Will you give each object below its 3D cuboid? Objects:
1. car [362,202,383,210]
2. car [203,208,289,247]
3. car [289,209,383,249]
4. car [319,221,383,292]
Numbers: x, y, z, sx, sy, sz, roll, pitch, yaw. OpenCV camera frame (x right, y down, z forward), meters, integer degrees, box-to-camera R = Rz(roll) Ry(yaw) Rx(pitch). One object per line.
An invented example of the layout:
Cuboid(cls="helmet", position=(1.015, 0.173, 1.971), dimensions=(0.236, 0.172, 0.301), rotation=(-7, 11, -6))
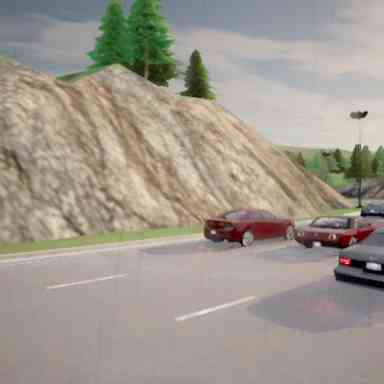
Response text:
Cuboid(cls="car", position=(15.967, 1.515, 28.525), dimensions=(1.994, 1.385, 4.181), rotation=(0, 0, 41))
Cuboid(cls="car", position=(2.749, 1.483, 15.121), dimensions=(5.008, 1.535, 1.882), rotation=(0, 0, -41))
Cuboid(cls="car", position=(6.167, 1.586, 13.444), dimensions=(4.718, 1.301, 1.895), rotation=(0, 0, -41))
Cuboid(cls="car", position=(5.562, 1.530, 8.283), dimensions=(5.357, 1.411, 2.033), rotation=(0, 0, -40))
